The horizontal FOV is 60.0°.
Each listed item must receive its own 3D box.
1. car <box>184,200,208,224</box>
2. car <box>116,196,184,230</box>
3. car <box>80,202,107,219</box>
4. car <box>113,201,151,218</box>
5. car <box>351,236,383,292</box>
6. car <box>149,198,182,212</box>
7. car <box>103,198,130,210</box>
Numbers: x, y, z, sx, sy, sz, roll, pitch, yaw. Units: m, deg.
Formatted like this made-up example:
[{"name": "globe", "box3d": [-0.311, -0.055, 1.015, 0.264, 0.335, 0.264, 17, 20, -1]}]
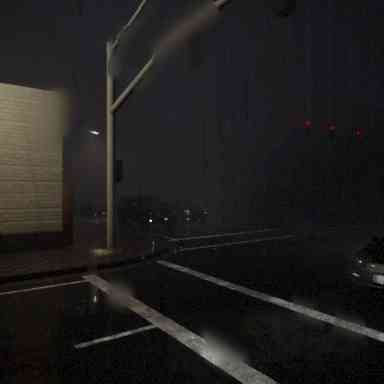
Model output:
[{"name": "car", "box3d": [-0.799, 1.407, 25.010, 2.097, 1.767, 4.553, 0, 0, -36]}, {"name": "car", "box3d": [-3.165, 1.277, 22.295, 2.150, 2.045, 5.566, 0, 0, -36]}, {"name": "car", "box3d": [-8.635, 1.619, 29.959, 1.994, 1.385, 4.181, 0, 0, -35]}, {"name": "car", "box3d": [-5.822, 1.619, 32.036, 1.994, 1.385, 4.181, 0, 0, -35]}, {"name": "car", "box3d": [5.837, 1.516, 8.160, 4.902, 1.511, 2.128, 0, 0, -36]}, {"name": "car", "box3d": [-3.313, 1.560, 40.893, 1.837, 1.490, 4.892, 0, 0, -36]}, {"name": "car", "box3d": [-10.205, 1.581, 44.445, 1.812, 1.442, 4.674, 0, 0, -36]}]
